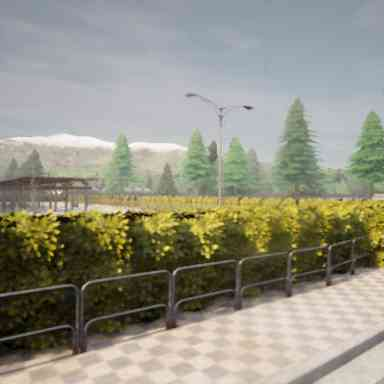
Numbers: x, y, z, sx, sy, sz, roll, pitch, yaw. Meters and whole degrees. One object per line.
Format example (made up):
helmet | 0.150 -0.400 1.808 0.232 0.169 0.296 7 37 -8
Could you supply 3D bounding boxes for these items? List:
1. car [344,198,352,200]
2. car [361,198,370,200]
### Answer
car | 39.636 2.186 85.116 1.895 1.301 4.718 0 0 5
car | 38.755 2.130 74.764 2.128 1.511 4.902 0 0 5
